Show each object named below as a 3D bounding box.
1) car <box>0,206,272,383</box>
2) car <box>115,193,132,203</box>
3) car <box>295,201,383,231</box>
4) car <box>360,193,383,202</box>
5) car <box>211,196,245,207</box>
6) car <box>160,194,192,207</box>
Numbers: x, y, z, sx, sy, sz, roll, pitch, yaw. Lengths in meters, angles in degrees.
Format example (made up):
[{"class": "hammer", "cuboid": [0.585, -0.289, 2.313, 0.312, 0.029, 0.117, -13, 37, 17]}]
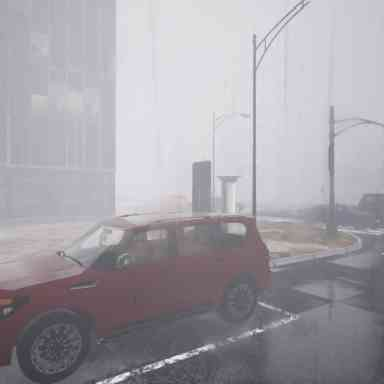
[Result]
[{"class": "car", "cuboid": [-0.818, 1.315, 5.592, 5.009, 1.841, 2.192, 0, 0, -35]}, {"class": "car", "cuboid": [-11.588, 0.936, 53.421, 2.033, 1.411, 5.357, 0, 1, -36]}, {"class": "car", "cuboid": [8.893, 1.411, 20.104, 2.033, 1.411, 5.357, 0, 1, -36]}, {"class": "car", "cuboid": [12.919, 1.122, 20.128, 2.150, 2.045, 5.566, 0, 0, -36]}, {"class": "car", "cuboid": [3.168, 1.201, 33.315, 1.837, 1.490, 4.892, 0, 1, -36]}, {"class": "car", "cuboid": [-1.340, 1.003, 33.950, 2.097, 1.767, 4.553, 0, 1, -36]}]
